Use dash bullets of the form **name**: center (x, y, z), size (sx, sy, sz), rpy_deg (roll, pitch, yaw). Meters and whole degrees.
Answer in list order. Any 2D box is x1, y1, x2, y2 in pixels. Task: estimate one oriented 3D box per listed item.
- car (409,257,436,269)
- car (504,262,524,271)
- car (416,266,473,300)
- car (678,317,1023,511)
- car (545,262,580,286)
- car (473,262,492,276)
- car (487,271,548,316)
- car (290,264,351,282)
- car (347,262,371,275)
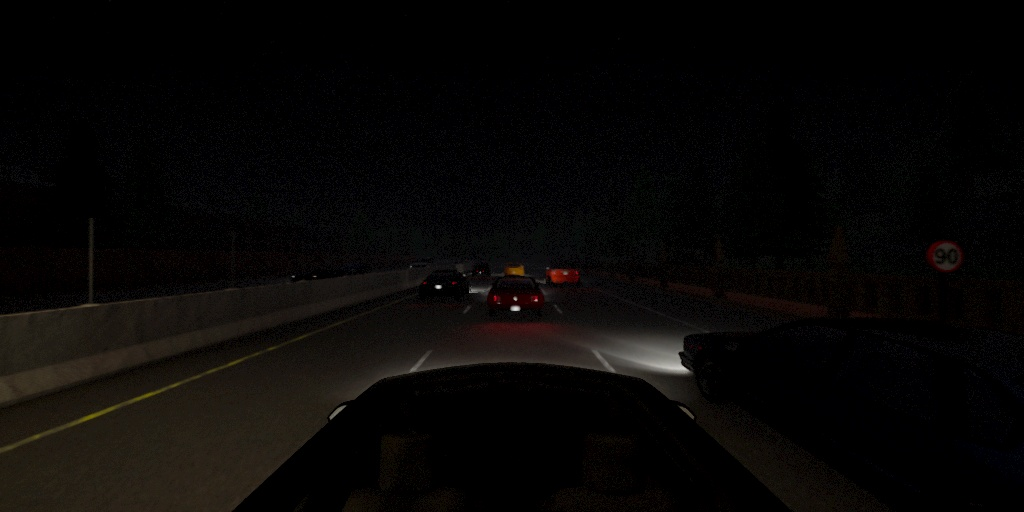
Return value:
- **car**: center (-10.489, 1.151, 42.671), size (2.150, 2.045, 5.566), rpy_deg (0, 0, 0)
- **car**: center (0.181, 1.388, 36.384), size (1.882, 1.535, 5.008), rpy_deg (0, 0, 0)
- **car**: center (-3.365, 1.388, 18.427), size (1.994, 1.385, 4.181), rpy_deg (0, 0, 0)
- **car**: center (3.599, 1.308, 3.326), size (2.033, 1.411, 5.357), rpy_deg (0, 0, 0)
- **car**: center (3.656, 1.219, 26.537), size (2.097, 1.767, 4.553), rpy_deg (0, 0, 0)
- **car**: center (-3.310, 1.430, 39.886), size (1.837, 1.490, 4.892), rpy_deg (0, 0, 0)
- **car**: center (0.121, 1.407, 13.726), size (1.895, 1.301, 4.718), rpy_deg (0, 0, 0)
- **car**: center (-14.043, 1.452, 26.368), size (1.895, 1.301, 4.718), rpy_deg (0, 0, 0)
- **car**: center (-17.490, 1.389, 39.985), size (1.882, 1.535, 5.008), rpy_deg (0, 0, 0)
